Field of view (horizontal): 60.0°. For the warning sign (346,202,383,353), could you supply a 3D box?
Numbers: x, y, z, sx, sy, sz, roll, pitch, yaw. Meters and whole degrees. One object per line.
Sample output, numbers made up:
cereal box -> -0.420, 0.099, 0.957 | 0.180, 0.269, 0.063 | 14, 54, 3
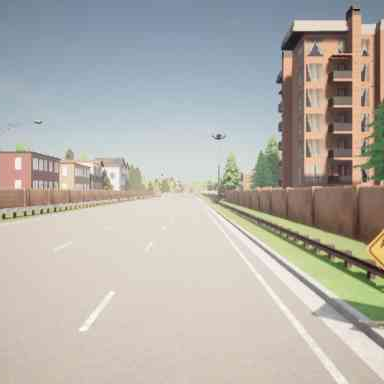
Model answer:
warning sign -> 3.050, 1.088, 4.648 | 1.300, 1.860, 1.060 | 0, 0, 0
